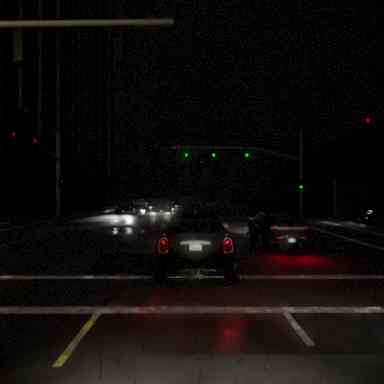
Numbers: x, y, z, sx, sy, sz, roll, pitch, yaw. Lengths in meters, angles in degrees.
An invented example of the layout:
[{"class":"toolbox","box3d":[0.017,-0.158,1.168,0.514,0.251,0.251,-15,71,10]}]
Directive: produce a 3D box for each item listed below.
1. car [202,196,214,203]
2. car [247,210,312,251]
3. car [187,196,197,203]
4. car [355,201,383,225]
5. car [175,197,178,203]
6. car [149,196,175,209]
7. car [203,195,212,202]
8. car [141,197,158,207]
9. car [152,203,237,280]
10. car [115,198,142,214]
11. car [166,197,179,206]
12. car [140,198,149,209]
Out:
[{"class":"car","box3d":[3.503,1.599,67.841,1.837,1.490,4.892,0,0,0]},{"class":"car","box3d":[3.597,1.532,14.408,2.128,1.511,4.902,0,0,0]},{"class":"car","box3d":[0.003,1.574,67.863,1.882,1.535,5.008,0,0,0]},{"class":"car","box3d":[14.672,1.442,24.672,4.553,1.767,2.097,0,0,2]},{"class":"car","box3d":[-3.573,1.575,49.642,1.837,1.490,4.892,0,0,0]},{"class":"car","box3d":[-3.594,1.410,40.540,2.097,1.767,4.553,0,0,0]},{"class":"car","box3d":[3.503,1.588,77.939,1.882,1.535,5.008,0,0,0]},{"class":"car","box3d":[-7.034,1.626,55.290,2.033,1.411,5.357,0,0,1]},{"class":"car","box3d":[0.093,1.383,10.176,2.097,1.767,4.553,0,0,0]},{"class":"car","box3d":[-7.097,1.653,36.548,1.895,1.301,4.718,0,0,0]},{"class":"car","box3d":[-3.497,1.632,60.050,2.033,1.411,5.357,0,0,0]},{"class":"car","box3d":[-7.084,1.591,45.704,1.812,1.442,4.674,0,0,0]}]
